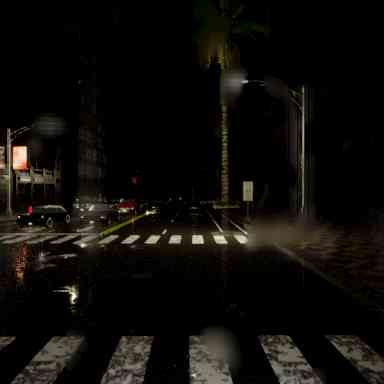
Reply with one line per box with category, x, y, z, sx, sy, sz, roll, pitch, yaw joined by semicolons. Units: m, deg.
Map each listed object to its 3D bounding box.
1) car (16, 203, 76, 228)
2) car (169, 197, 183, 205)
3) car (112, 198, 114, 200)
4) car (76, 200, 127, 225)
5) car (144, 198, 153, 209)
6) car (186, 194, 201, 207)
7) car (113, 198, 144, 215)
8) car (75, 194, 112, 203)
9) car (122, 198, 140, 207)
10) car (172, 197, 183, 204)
car;-9.771;1.606;22.376;1.895;1.301;4.718;0;0;1
car;-2.926;1.611;57.724;1.994;1.385;4.181;0;0;1
car;-9.667;1.511;42.154;2.128;1.511;4.902;0;0;1
car;-6.500;1.553;24.179;2.033;1.411;5.357;0;0;0
car;-6.405;1.528;44.566;1.837;1.490;4.892;0;0;0
car;0.217;1.259;53.431;2.150;2.045;5.566;0;0;0
car;-6.453;1.537;34.136;1.812;1.442;4.674;0;0;0
car;-9.715;1.231;32.133;2.150;2.045;5.566;0;0;0
car;-9.590;1.636;52.283;1.895;1.301;4.718;0;0;1
car;-2.885;1.633;67.682;1.994;1.385;4.181;0;0;0
